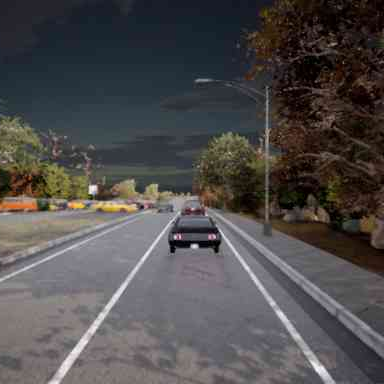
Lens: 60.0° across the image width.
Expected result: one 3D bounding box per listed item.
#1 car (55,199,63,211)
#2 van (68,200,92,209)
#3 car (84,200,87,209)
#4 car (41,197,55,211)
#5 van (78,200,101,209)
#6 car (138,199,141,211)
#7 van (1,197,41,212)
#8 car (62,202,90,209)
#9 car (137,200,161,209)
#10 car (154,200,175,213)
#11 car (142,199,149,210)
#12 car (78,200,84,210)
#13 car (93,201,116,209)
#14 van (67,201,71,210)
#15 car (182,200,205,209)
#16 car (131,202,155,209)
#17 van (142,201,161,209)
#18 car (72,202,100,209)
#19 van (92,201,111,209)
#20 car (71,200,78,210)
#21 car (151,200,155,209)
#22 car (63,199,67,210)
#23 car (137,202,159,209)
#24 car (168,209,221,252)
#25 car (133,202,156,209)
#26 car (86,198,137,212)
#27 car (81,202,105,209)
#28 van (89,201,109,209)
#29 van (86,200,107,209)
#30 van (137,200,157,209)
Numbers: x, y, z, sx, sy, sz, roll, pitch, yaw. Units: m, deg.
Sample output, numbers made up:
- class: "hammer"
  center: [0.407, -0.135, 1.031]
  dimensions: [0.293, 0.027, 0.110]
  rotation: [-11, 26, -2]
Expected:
- class: "car"
  center: [-23.231, 2.146, 50.777]
  dimensions: [5.366, 1.575, 1.946]
  rotation: [0, -2, 0]
- class: "van"
  center: [-23.525, 2.640, 70.161]
  dimensions: [4.442, 1.987, 1.878]
  rotation: [0, -2, 0]
- class: "car"
  center: [-23.405, 2.660, 64.617]
  dimensions: [5.008, 1.535, 2.097]
  rotation: [0, -2, 0]
- class: "car"
  center: [-23.445, 1.801, 48.019]
  dimensions: [5.566, 2.045, 2.435]
  rotation: [0, -2, 0]
- class: "van"
  center: [-23.289, 2.845, 75.697]
  dimensions: [4.442, 1.987, 1.878]
  rotation: [0, -2, 0]
- class: "car"
  center: [-10.344, 2.047, 47.782]
  dimensions: [5.008, 1.535, 2.097]
  rotation: [0, -2, 0]
- class: "van"
  center: [-23.536, 1.736, 45.127]
  dimensions: [4.442, 1.987, 1.878]
  rotation: [0, -2, 0]
- class: "car"
  center: [-23.403, 2.764, 67.385]
  dimensions: [4.892, 1.521, 2.231]
  rotation: [0, -2, 0]
- class: "car"
  center: [-10.352, 3.034, 81.063]
  dimensions: [5.566, 2.045, 2.435]
  rotation: [0, -3, 0]
- class: "car"
  center: [-3.340, 1.937, 42.508]
  dimensions: [1.837, 1.490, 4.892]
  rotation: [0, -2, 0]
- class: "car"
  center: [-10.307, 1.991, 53.336]
  dimensions: [5.566, 2.045, 2.435]
  rotation: [0, -2, 0]
- class: "car"
  center: [-23.406, 2.553, 61.723]
  dimensions: [5.008, 1.535, 2.097]
  rotation: [0, -2, 0]
- class: "car"
  center: [-23.371, 3.476, 89.393]
  dimensions: [5.566, 2.045, 2.435]
  rotation: [0, -3, 0]
- class: "van"
  center: [-23.531, 2.126, 56.320]
  dimensions: [4.442, 1.987, 1.878]
  rotation: [0, -2, 0]
- class: "car"
  center: [0.096, 1.533, 30.952]
  dimensions: [2.097, 1.767, 4.553]
  rotation: [0, -1, 0]
- class: "car"
  center: [-10.298, 2.889, 69.970]
  dimensions: [4.792, 1.488, 2.163]
  rotation: [0, -2, 0]
- class: "van"
  center: [-10.206, 3.207, 83.834]
  dimensions: [4.442, 1.987, 1.878]
  rotation: [0, -3, 0]
- class: "car"
  center: [-23.222, 2.965, 72.923]
  dimensions: [5.366, 1.575, 1.946]
  rotation: [0, -2, 0]
- class: "van"
  center: [-23.518, 3.354, 86.625]
  dimensions: [4.442, 1.987, 1.878]
  rotation: [0, -3, 0]
- class: "car"
  center: [-23.381, 2.329, 59.084]
  dimensions: [4.553, 1.767, 2.185]
  rotation: [0, -2, 0]
- class: "car"
  center: [-10.336, 2.653, 64.424]
  dimensions: [5.008, 1.535, 2.097]
  rotation: [0, -2, 0]
- class: "car"
  center: [-23.409, 2.251, 53.542]
  dimensions: [4.892, 1.521, 2.231]
  rotation: [0, -2, 0]
- class: "car"
  center: [-10.354, 3.198, 78.301]
  dimensions: [4.792, 1.488, 2.163]
  rotation: [0, -3, 0]
- class: "car"
  center: [0.099, 1.607, 13.812]
  dimensions: [1.895, 1.301, 4.718]
  rotation: [0, 0, 0]
- class: "car"
  center: [-10.330, 3.002, 72.746]
  dimensions: [4.674, 1.452, 2.002]
  rotation: [0, -2, 0]
- class: "car"
  center: [-10.155, 1.878, 42.244]
  dimensions: [5.366, 1.575, 1.946]
  rotation: [0, -2, 0]
- class: "car"
  center: [-23.410, 3.173, 78.457]
  dimensions: [5.008, 1.535, 2.097]
  rotation: [0, -2, 0]
- class: "van"
  center: [-23.519, 3.214, 83.984]
  dimensions: [4.442, 1.987, 1.878]
  rotation: [0, -3, 0]
- class: "van"
  center: [-23.287, 3.060, 81.084]
  dimensions: [4.442, 1.987, 1.878]
  rotation: [0, -3, 0]
- class: "van"
  center: [-10.209, 2.839, 75.530]
  dimensions: [4.442, 1.987, 1.878]
  rotation: [0, -2, 0]
